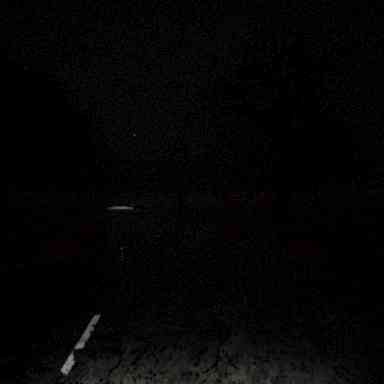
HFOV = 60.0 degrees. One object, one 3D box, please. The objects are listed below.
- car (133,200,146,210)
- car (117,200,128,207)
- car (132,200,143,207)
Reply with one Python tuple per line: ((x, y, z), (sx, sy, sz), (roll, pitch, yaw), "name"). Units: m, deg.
((-8.710, 2.268, 55.123), (1.895, 1.301, 4.718), (1, -1, -13), "car")
((-14.411, 2.395, 69.113), (1.895, 1.301, 4.718), (1, -1, -7), "car")
((-11.664, 2.472, 71.696), (1.895, 1.301, 4.718), (1, -1, -5), "car")
